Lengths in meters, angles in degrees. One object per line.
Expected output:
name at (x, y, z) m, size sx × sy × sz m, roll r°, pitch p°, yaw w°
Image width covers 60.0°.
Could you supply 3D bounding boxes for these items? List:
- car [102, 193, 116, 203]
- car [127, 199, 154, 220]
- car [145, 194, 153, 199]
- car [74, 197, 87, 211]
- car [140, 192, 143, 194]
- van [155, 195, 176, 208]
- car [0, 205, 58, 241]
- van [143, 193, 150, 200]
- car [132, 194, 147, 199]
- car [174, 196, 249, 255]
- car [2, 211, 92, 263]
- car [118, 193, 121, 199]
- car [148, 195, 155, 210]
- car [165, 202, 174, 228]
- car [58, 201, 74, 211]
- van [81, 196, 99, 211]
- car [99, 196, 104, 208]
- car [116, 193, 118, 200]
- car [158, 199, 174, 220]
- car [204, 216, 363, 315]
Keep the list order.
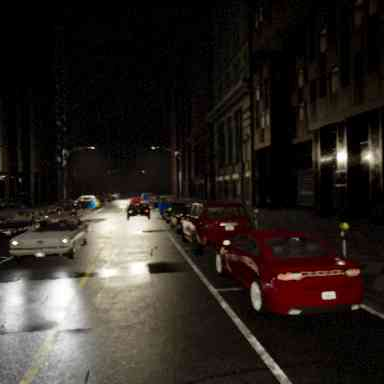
car at (-17.170, 1.279, 67.017) m, size 2.192 × 1.841 × 5.009 m, roll -1°, pitch 0°, yaw -10°
car at (-4.510, 1.530, 27.994) m, size 1.895 × 1.301 × 4.718 m, roll -1°, pitch 0°, yaw -10°
car at (-5.900, 1.368, 51.813) m, size 1.887 × 1.381 × 4.507 m, roll -1°, pitch 0°, yaw -10°
car at (-10.476, 1.485, 28.135) m, size 1.967 × 1.590 × 4.097 m, roll -1°, pitch 0°, yaw -10°
car at (-9.729, 1.098, 74.032) m, size 2.192 × 1.841 × 5.009 m, roll -1°, pitch 0°, yaw -10°
van at (-2.079, 1.214, 29.592) m, size 1.690 × 1.788 × 3.998 m, roll -1°, pitch 0°, yaw -10°
car at (-8.562, 1.621, 17.026) m, size 2.008 × 1.369 × 4.403 m, roll -1°, pitch 0°, yaw -10°
van at (-11.640, 1.108, 85.141) m, size 1.690 × 1.788 × 3.998 m, roll -1°, pitch 0°, yaw -10°
car at (-7.205, 1.420, 43.648) m, size 1.812 × 1.442 × 4.674 m, roll -1°, pitch 0°, yaw -10°
car at (0.788, 1.226, 12.927) m, size 2.192 × 1.841 × 5.009 m, roll -1°, pitch 0°, yaw -10°
car at (-5.074, 1.628, 12.467) m, size 1.895 × 1.301 × 4.718 m, roll -1°, pitch 0°, yaw -10°
car at (-20.990, 1.482, 89.236) m, size 2.008 × 1.369 × 4.403 m, roll -1°, pitch 0°, yaw -10°
car at (-3.988, 1.414, 40.703) m, size 1.947 × 1.339 × 4.313 m, roll -1°, pitch 0°, yaw -10°
car at (-0.164, 1.464, 18.483) m, size 1.947 × 1.339 × 4.313 m, roll -1°, pitch 0°, yaw -10°
car at (-9.489, 1.583, 22.413) m, size 1.752 × 1.417 × 4.829 m, roll -1°, pitch 0°, yaw -10°
van at (-12.389, 1.361, 39.244) m, size 1.690 × 1.788 × 3.998 m, roll -1°, pitch 0°, yaw -10°
car at (-13.313, 1.533, 44.632) m, size 1.752 × 1.417 × 4.829 m, roll -1°, pitch 0°, yaw -10°
car at (-19.078, 1.492, 78.127) m, size 1.887 × 1.381 × 4.507 m, roll -1°, pitch 0°, yaw -10°
car at (-1.120, 1.451, 24.038) m, size 1.947 × 1.339 × 4.313 m, roll -1°, pitch 0°, yaw -10°
car at (1.748, 1.468, 7.372) m, size 1.887 × 1.381 × 4.507 m, roll -1°, pitch 0°, yaw -10°
